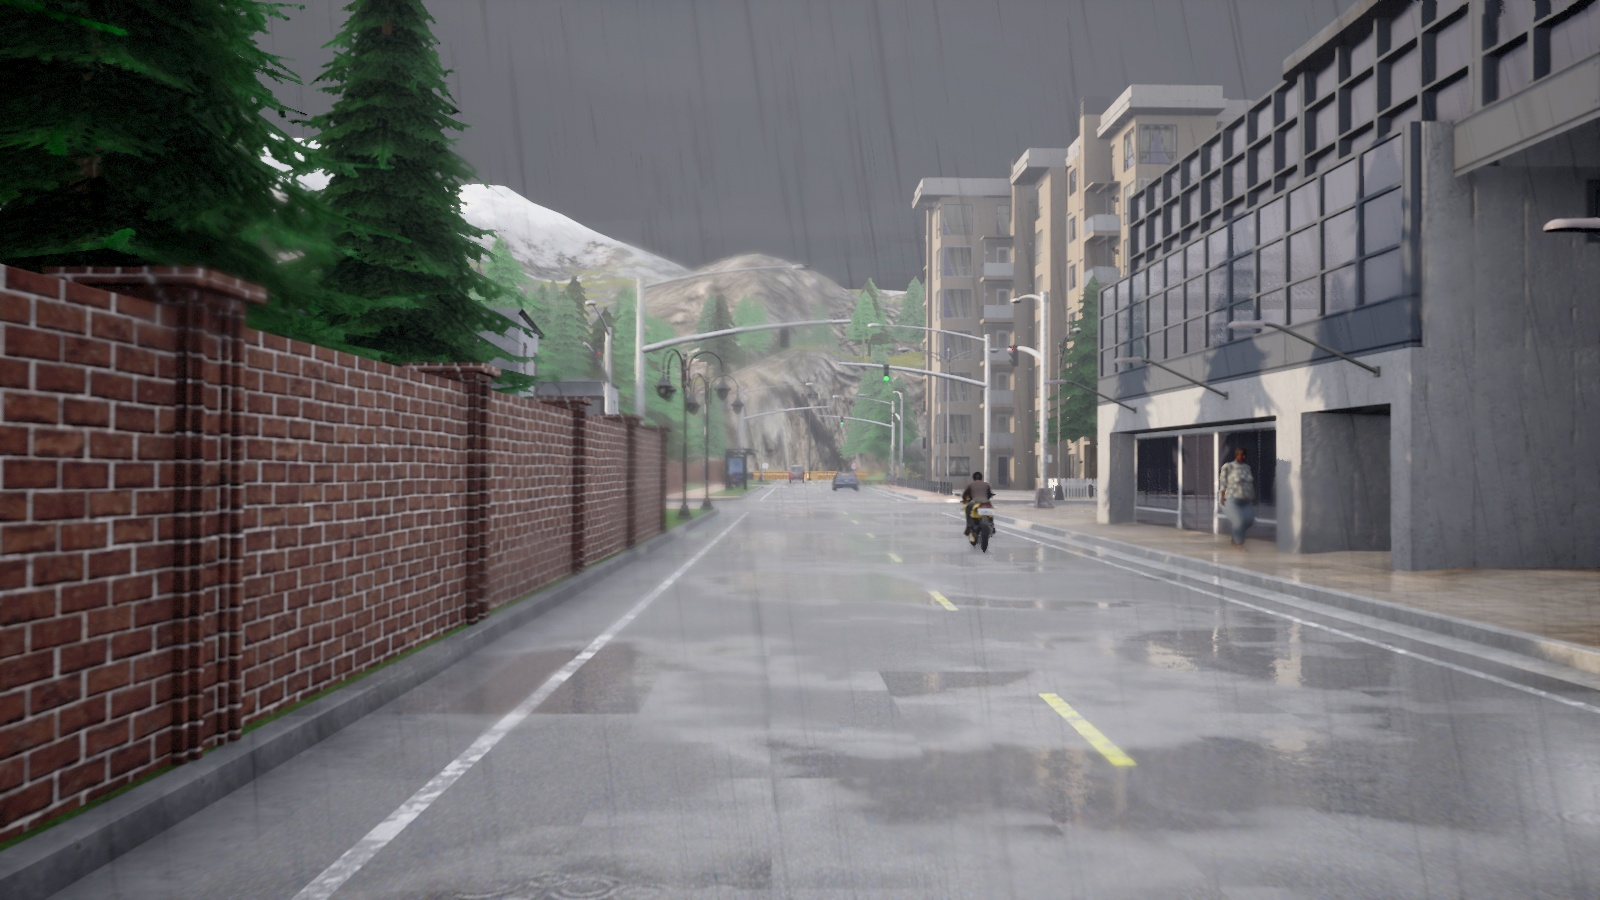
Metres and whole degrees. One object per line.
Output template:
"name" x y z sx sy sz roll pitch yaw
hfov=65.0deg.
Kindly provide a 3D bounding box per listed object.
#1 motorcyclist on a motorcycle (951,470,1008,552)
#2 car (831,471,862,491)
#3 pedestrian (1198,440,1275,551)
"motorcyclist on a motorcycle" 3.440 1.149 24.277 0.797 1.523 2.044 0 -1 0
"car" 3.282 2.209 89.799 2.033 1.411 5.357 0 -1 0
"pedestrian" 7.522 0.771 21.662 0.874 1.855 0.900 0 -1 -21
